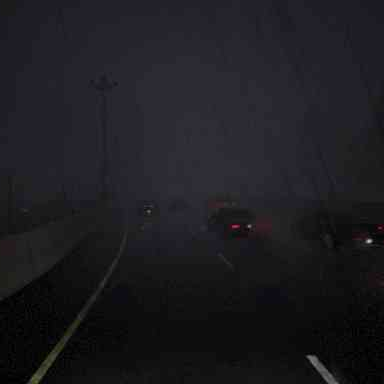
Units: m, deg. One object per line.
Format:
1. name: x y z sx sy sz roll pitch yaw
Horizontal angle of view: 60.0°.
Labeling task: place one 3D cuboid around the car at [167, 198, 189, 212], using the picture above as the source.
1. car: -1.548 1.351 36.054 1.882 1.535 5.008 0 -1 -11

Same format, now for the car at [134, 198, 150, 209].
1. car: -6.723 1.444 44.627 1.895 1.301 4.718 0 0 -11

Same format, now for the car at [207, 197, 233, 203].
1. car: 2.655 1.238 32.601 2.097 1.767 4.553 0 0 -11

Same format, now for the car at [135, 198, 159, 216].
1. car: -4.157 1.397 30.955 1.837 1.490 4.892 0 0 -11

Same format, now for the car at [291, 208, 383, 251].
1. car: 5.868 1.455 14.040 1.837 1.490 4.892 0 0 -8

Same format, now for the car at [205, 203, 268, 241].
1. car: 2.027 1.489 16.486 2.033 1.411 5.357 0 0 -9
